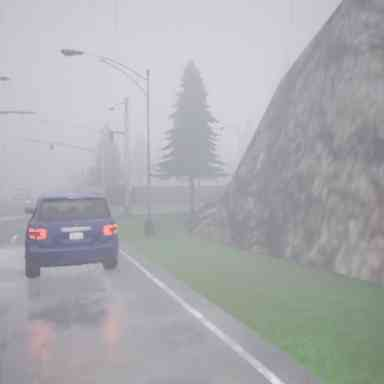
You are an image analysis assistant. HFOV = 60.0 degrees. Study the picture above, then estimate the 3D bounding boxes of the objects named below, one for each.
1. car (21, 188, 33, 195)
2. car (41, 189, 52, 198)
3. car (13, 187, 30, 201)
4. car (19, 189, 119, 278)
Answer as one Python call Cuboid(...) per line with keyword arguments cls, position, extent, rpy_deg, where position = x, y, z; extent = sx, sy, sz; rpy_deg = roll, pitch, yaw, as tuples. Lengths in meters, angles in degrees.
Cuboid(cls="car", position=(-32.827, -0.138, 66.216), extent=(1.812, 1.442, 4.674), rpy_deg=(-1, 1, -24))
Cuboid(cls="car", position=(-27.526, 0.275, 62.965), extent=(1.812, 1.442, 4.674), rpy_deg=(-1, 1, -24))
Cuboid(cls="car", position=(-26.597, 0.217, 52.215), extent=(2.150, 2.045, 5.566), rpy_deg=(-1, 2, -24))
Cuboid(cls="car", position=(-3.654, 1.022, 9.896), extent=(2.150, 2.045, 5.566), rpy_deg=(-1, 1, -24))
